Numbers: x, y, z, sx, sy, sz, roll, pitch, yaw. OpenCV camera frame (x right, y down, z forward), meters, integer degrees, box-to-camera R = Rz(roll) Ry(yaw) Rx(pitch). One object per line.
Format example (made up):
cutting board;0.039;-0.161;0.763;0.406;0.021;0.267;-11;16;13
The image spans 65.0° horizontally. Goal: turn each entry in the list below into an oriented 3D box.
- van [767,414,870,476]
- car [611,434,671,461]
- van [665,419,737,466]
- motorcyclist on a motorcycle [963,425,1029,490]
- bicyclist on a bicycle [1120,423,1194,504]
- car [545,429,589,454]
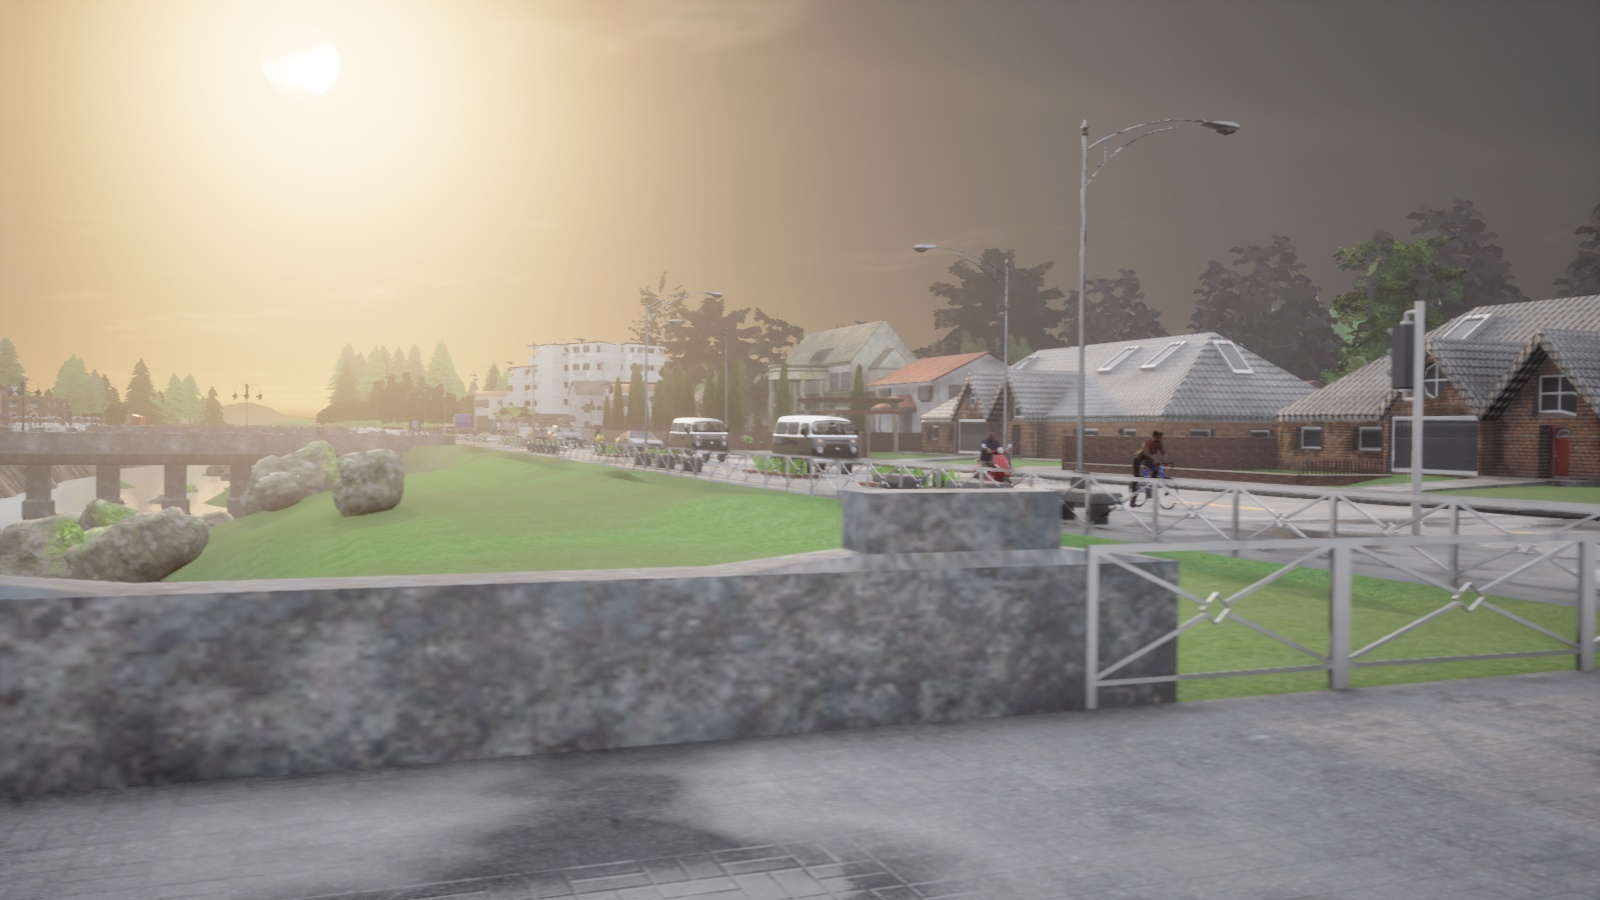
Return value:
van;0.564;-0.197;43.751;2.069;2.038;4.480;-1;1;-21
car;-8.664;-0.169;68.082;2.033;1.411;5.357;-1;1;-21
van;-4.582;-0.362;57.312;2.069;2.038;4.480;-1;1;-21
motorcyclist on a motorcycle;4.984;0.175;32.113;0.866;1.590;1.817;-1;1;-21
bicyclist on a bicycle;7.341;0.250;25.901;0.582;1.620;1.656;-1;1;-21
car;-16.531;-0.624;88.804;2.242;1.667;4.611;-1;1;-21
